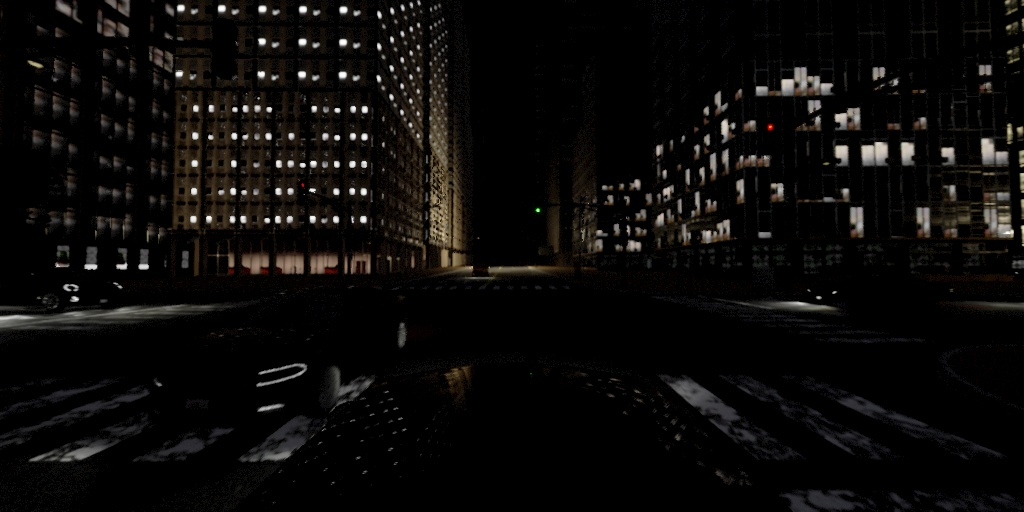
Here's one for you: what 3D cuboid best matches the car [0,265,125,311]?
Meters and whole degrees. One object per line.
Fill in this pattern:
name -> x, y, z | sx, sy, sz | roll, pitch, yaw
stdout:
car -> -18.747, 1.237, 14.604 | 4.553, 1.767, 2.097 | 0, -2, 2

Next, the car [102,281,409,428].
car -> -3.272, 1.253, 6.207 | 1.882, 1.535, 5.008 | 0, 0, 0

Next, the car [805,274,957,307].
car -> 16.756, 1.526, 16.434 | 5.357, 1.411, 2.033 | 0, -2, 2

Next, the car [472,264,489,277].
car -> -3.903, 1.772, 44.636 | 1.882, 1.535, 5.008 | 0, 0, -1
